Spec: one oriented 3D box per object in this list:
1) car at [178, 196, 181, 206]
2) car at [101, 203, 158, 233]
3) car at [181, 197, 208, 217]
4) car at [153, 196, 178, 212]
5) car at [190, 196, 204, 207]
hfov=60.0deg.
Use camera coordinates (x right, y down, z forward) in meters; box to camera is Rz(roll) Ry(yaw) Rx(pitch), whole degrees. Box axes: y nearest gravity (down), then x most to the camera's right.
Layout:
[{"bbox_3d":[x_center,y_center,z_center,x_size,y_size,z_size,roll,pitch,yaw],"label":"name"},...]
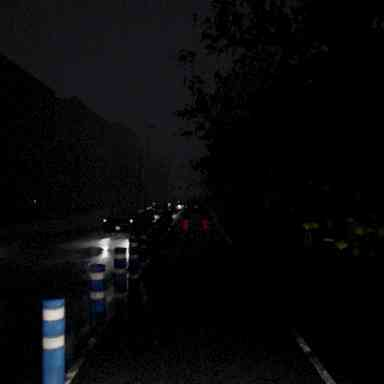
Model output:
[{"bbox_3d":[-2.607,1.344,51.589,1.837,1.490,4.892,0,0,2],"label":"car"},{"bbox_3d":[-3.631,1.576,19.562,1.895,1.301,4.718,0,0,7],"label":"car"},{"bbox_3d":[0.371,1.288,30.312,2.097,1.767,4.553,0,0,1],"label":"car"},{"bbox_3d":[-2.989,1.268,35.108,2.097,1.767,4.553,0,0,1],"label":"car"},{"bbox_3d":[0.743,1.399,48.874,2.033,1.411,5.357,0,0,1],"label":"car"}]
